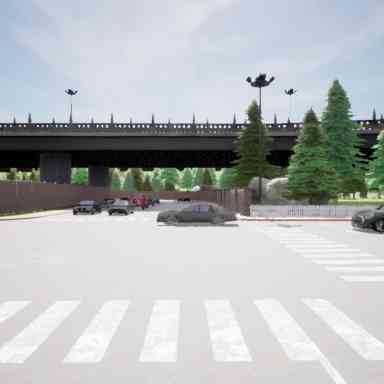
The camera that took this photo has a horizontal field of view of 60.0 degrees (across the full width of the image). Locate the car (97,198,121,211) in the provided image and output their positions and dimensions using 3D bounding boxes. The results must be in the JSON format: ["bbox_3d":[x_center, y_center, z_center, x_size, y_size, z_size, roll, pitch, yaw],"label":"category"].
[{"bbox_3d":[-10.538,1.526,42.575,1.812,1.442,4.674,0,0,0],"label":"car"}]

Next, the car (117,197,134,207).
[{"bbox_3d":[-10.532,1.526,52.756,1.812,1.442,4.674,0,0,0],"label":"car"}]

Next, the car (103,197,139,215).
[{"bbox_3d":[-7.038,1.547,33.583,2.033,1.411,5.357,0,0,0],"label":"car"}]

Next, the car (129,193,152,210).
[{"bbox_3d":[-7.039,1.221,43.757,2.150,2.045,5.566,0,0,0],"label":"car"}]

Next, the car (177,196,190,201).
[{"bbox_3d":[-1.897,1.553,75.220,1.994,1.385,4.181,0,0,-19],"label":"car"}]

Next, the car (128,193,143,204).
[{"bbox_3d":[-10.681,1.221,63.464,2.150,2.045,5.566,0,0,-3],"label":"car"}]

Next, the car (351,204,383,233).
[{"bbox_3d":[11.484,1.297,18.691,4.553,1.767,2.097,0,0,2],"label":"car"}]

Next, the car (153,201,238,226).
[{"bbox_3d":[0.335,1.503,22.354,5.357,1.411,2.033,0,0,0],"label":"car"}]

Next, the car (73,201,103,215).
[{"bbox_3d":[-10.564,1.564,33.860,1.994,1.385,4.181,0,0,0],"label":"car"}]

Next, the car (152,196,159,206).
[{"bbox_3d":[-7.038,1.564,53.765,1.994,1.385,4.181,0,0,0],"label":"car"}]
